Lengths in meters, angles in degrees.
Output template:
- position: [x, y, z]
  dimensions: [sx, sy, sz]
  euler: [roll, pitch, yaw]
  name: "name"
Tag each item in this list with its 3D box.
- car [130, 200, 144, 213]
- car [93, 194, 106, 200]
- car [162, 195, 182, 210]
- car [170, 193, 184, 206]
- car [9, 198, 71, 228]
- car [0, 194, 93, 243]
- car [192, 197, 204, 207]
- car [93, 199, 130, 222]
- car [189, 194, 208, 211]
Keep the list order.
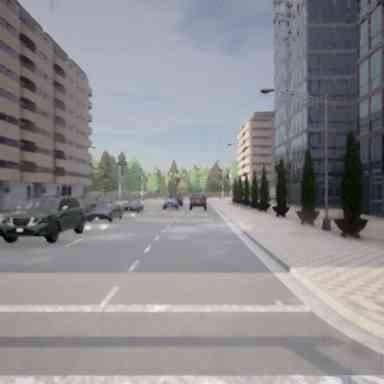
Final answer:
- position: [-6.532, 1.571, 36.692]
  dimensions: [1.994, 1.385, 4.181]
  euler: [0, 0, 2]
  name: "car"
- position: [-10.123, 1.226, 33.342]
  dimensions: [2.150, 2.045, 5.566]
  euler: [0, 0, 2]
  name: "car"
- position: [-2.695, 1.538, 43.093]
  dimensions: [1.812, 1.442, 4.674]
  euler: [0, 0, 1]
  name: "car"
- position: [-2.548, 1.242, 52.957]
  dimensions: [2.150, 2.045, 5.566]
  euler: [0, 0, 1]
  name: "car"
- position: [-10.379, 1.348, 23.143]
  dimensions: [2.097, 1.767, 4.553]
  euler: [0, 0, 1]
  name: "car"
- position: [-7.013, 1.211, 16.432]
  dimensions: [2.150, 2.045, 5.566]
  euler: [0, 0, 1]
  name: "car"
- position: [0.950, 1.525, 52.761]
  dimensions: [1.837, 1.490, 4.892]
  euler: [0, 0, 1]
  name: "car"
- position: [-6.793, 1.546, 26.674]
  dimensions: [2.033, 1.411, 5.357]
  euler: [0, 0, 2]
  name: "car"
- position: [0.783, 1.232, 42.049]
  dimensions: [2.150, 2.045, 5.566]
  euler: [0, 0, 1]
  name: "car"
